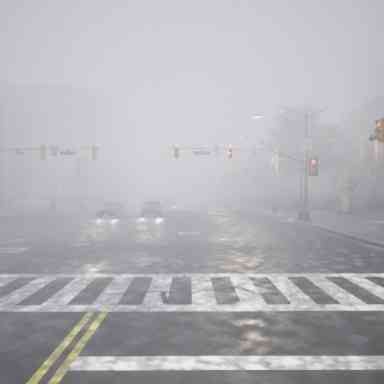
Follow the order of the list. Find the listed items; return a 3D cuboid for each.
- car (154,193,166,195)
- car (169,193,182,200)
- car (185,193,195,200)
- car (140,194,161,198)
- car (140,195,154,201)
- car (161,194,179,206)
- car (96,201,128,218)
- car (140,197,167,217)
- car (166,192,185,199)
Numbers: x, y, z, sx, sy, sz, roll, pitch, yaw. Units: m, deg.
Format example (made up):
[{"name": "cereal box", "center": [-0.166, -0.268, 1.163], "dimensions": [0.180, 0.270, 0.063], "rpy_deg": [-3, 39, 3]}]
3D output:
[{"name": "car", "center": [-7.176, 1.483, 69.853], "dimensions": [2.128, 1.511, 4.902], "rpy_deg": [0, 0, -3]}, {"name": "car", "center": [-3.665, 1.498, 69.398], "dimensions": [2.033, 1.411, 5.357], "rpy_deg": [0, 0, 0]}, {"name": "car", "center": [-1.292, 1.171, 87.845], "dimensions": [2.150, 2.045, 5.566], "rpy_deg": [0, 0, -29]}, {"name": "car", "center": [-7.159, 1.512, 57.490], "dimensions": [2.033, 1.411, 5.357], "rpy_deg": [0, 0, 0]}, {"name": "car", "center": [-11.482, 1.523, 84.693], "dimensions": [1.895, 1.301, 4.718], "rpy_deg": [0, 0, -29]}, {"name": "car", "center": [-3.657, 1.492, 54.954], "dimensions": [1.812, 1.442, 4.674], "rpy_deg": [0, 0, 0]}, {"name": "car", "center": [-7.134, 1.529, 30.113], "dimensions": [2.033, 1.411, 5.357], "rpy_deg": [0, 0, 0]}, {"name": "car", "center": [-3.635, 1.486, 30.892], "dimensions": [1.837, 1.490, 4.892], "rpy_deg": [0, 0, 0]}, {"name": "car", "center": [-4.335, 1.303, 86.140], "dimensions": [2.097, 1.767, 4.553], "rpy_deg": [0, 0, -29]}]
